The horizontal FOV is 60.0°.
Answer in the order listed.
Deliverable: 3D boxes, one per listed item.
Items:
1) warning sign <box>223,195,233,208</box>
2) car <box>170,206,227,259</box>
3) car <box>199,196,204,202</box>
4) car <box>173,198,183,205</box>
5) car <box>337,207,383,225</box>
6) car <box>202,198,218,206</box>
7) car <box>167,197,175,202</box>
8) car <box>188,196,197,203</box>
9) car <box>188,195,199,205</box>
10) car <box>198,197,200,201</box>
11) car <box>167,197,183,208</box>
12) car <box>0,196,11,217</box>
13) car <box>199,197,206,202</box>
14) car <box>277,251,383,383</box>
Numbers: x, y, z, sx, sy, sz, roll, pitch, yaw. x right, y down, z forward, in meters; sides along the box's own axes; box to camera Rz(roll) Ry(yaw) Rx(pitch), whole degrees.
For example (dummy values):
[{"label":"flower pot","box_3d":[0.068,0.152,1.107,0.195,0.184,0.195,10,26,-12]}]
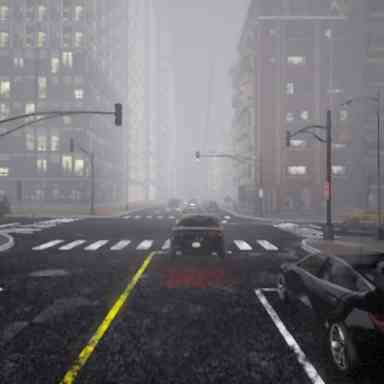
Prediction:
[{"label":"warning sign","box_3d":[5.141,1.368,47.543,1.300,1.860,1.060,0,0,0]},{"label":"car","box_3d":[0.346,1.545,13.068,1.882,1.535,5.008,0,0,5]},{"label":"car","box_3d":[2.787,1.876,60.346,2.008,1.369,4.403,0,0,0]},{"label":"car","box_3d":[-2.888,1.931,70.209,1.994,1.385,4.181,0,0,0]},{"label":"car","box_3d":[14.686,1.976,27.725,4.829,1.417,1.752,1,-1,0]},{"label":"car","box_3d":[2.817,1.834,47.429,1.802,1.307,4.206,0,0,0]},{"label":"car","box_3d":[-5.547,2.042,88.601,2.008,1.369,4.403,0,0,0]},{"label":"car","box_3d":[0.129,1.797,80.035,2.128,1.511,4.902,0,0,0]},{"label":"car","box_3d":[0.113,1.898,70.032,1.812,1.442,4.674,0,0,0]},{"label":"car","box_3d":[2.797,1.909,65.994,2.008,1.369,4.403,0,0,0]},{"label":"car","box_3d":[-2.985,1.770,54.619,1.882,1.535,5.008,0,0,0]},{"label":"car","box_3d":[-17.650,1.168,27.504,5.009,1.841,2.192,1,-1,0]},{"label":"car","box_3d":[2.842,2.108,94.237,1.802,1.307,4.206,0,0,0]},{"label":"car","box_3d":[2.698,1.594,5.406,1.947,1.339,4.313,0,0,0]}]
